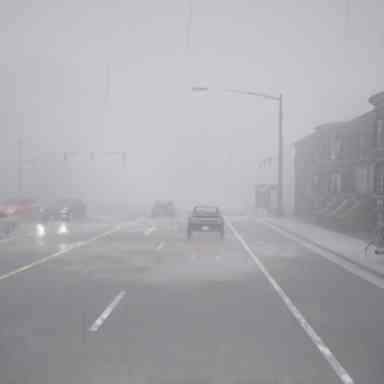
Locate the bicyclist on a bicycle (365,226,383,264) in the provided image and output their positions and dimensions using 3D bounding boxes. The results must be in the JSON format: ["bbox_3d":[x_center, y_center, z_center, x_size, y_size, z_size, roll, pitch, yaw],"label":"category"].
[{"bbox_3d":[5.952,1.336,9.812,1.656,1.620,0.582,1,0,2],"label":"bicyclist on a bicycle"}]

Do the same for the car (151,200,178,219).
[{"bbox_3d":[-2.343,1.437,28.694,2.128,1.511,4.902,0,0,2],"label":"car"}]

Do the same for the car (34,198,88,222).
[{"bbox_3d":[-9.649,1.241,25.363,2.097,1.767,4.553,0,0,2],"label":"car"}]

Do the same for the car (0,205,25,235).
[{"bbox_3d":[-10.058,1.499,15.402,1.895,1.301,4.718,0,0,2],"label":"car"}]

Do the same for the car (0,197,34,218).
[{"bbox_3d":[-13.171,1.213,24.923,2.097,1.767,4.553,0,0,3],"label":"car"}]

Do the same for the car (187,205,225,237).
[{"bbox_3d":[0.738,1.474,17.929,2.128,1.511,4.902,0,0,2],"label":"car"}]
